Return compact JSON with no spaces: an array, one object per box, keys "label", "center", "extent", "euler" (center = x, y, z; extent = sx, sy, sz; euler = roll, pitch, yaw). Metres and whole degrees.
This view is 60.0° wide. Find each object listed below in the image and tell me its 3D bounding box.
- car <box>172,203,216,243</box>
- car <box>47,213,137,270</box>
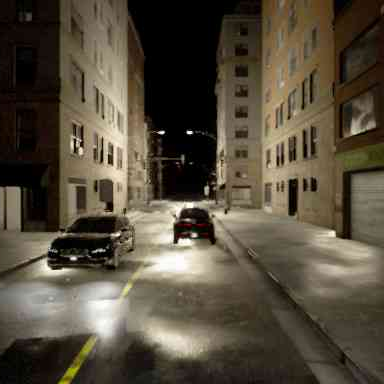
[{"label":"car","center":[0.099,1.494,15.908],"extent":[1.837,1.490,4.892],"euler":[0,0,0]},{"label":"car","center":[-3.058,1.499,11.057],"extent":[1.837,1.490,4.892],"euler":[0,-1,0]}]
